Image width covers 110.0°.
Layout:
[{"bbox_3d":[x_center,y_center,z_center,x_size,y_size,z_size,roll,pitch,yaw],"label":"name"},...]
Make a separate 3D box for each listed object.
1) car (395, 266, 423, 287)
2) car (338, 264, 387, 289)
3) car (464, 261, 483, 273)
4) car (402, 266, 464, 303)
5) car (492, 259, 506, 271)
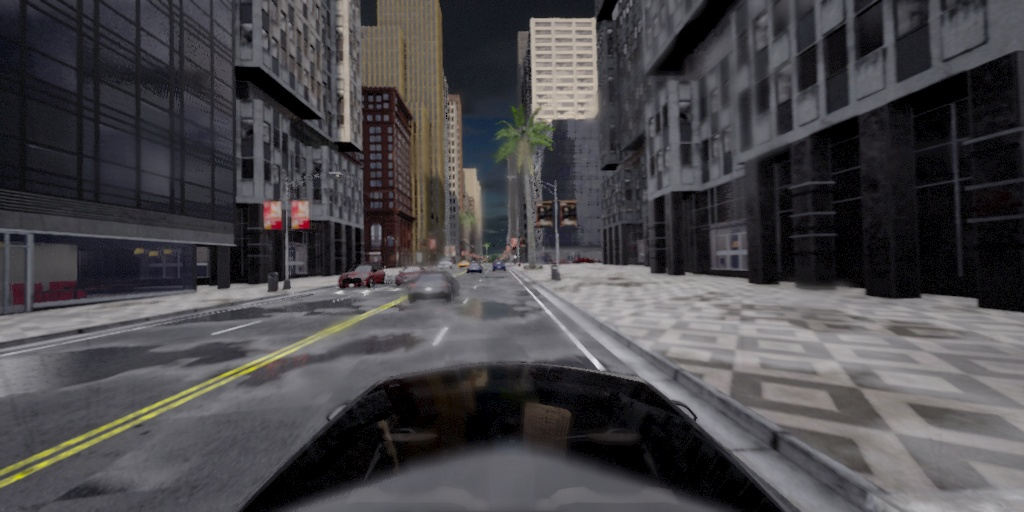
[{"bbox_3d":[-7.550,1.484,27.605,1.812,1.442,4.674,-1,0,-2],"label":"car"},{"bbox_3d":[-10.741,1.375,26.027,2.097,1.767,4.553,-1,0,-2],"label":"car"},{"bbox_3d":[-4.922,1.546,47.755,1.994,1.385,4.181,-1,0,-2],"label":"car"},{"bbox_3d":[-3.690,1.414,17.503,1.994,1.385,4.181,-1,0,-2],"label":"car"},{"bbox_3d":[-1.915,1.475,53.734,1.812,1.442,4.674,-1,0,-2],"label":"car"}]
